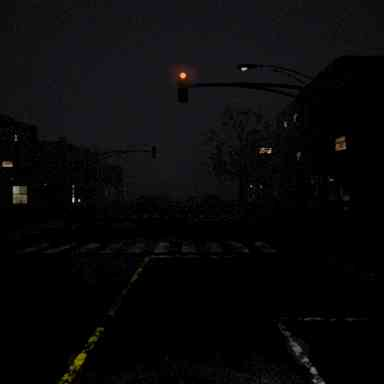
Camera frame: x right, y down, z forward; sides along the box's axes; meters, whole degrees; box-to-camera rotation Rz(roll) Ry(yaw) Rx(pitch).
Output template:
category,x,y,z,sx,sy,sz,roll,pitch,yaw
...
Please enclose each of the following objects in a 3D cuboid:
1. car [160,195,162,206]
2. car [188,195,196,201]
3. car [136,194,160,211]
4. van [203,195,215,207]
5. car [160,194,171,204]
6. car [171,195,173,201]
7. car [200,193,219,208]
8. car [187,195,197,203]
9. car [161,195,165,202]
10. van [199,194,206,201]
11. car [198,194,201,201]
category,x,y,z,sx,sy,sz,roll,pitch,yaw
car,-5.700,1.533,46.984,1.887,1.381,4.507,-1,0,0
car,-0.011,1.428,77.845,1.994,1.385,4.181,0,0,0
car,-5.700,1.305,41.440,2.192,1.841,5.009,-1,0,0
van,2.679,1.328,52.529,1.690,1.788,3.998,-1,0,0
car,-5.704,1.299,63.616,2.192,1.841,5.009,-1,0,0
car,-5.704,1.297,69.160,2.192,1.841,5.009,-1,0,0
car,2.679,1.303,46.985,2.192,1.841,5.009,-1,0,0
car,-0.010,1.460,67.394,1.882,1.535,5.008,0,0,0
car,-5.700,1.569,52.528,1.802,1.307,4.206,-1,0,0
van,2.674,1.317,85.793,1.690,1.788,3.998,-1,0,0
car,2.679,1.534,63.617,2.008,1.369,4.403,-1,0,0
